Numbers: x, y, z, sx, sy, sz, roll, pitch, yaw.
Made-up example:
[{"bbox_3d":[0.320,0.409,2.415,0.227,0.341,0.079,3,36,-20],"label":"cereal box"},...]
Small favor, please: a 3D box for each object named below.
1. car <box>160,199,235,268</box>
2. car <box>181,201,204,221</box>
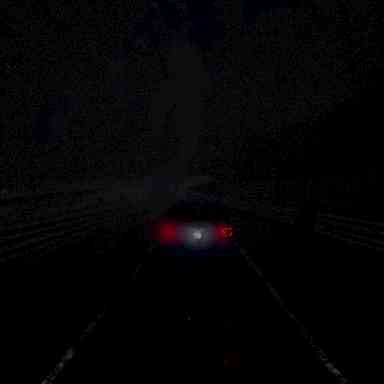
[{"bbox_3d":[0.184,1.247,11.516,2.150,2.045,5.566,0,0,1],"label":"car"},{"bbox_3d":[-0.025,1.579,28.391,1.812,1.442,4.674,0,0,-2],"label":"car"}]
